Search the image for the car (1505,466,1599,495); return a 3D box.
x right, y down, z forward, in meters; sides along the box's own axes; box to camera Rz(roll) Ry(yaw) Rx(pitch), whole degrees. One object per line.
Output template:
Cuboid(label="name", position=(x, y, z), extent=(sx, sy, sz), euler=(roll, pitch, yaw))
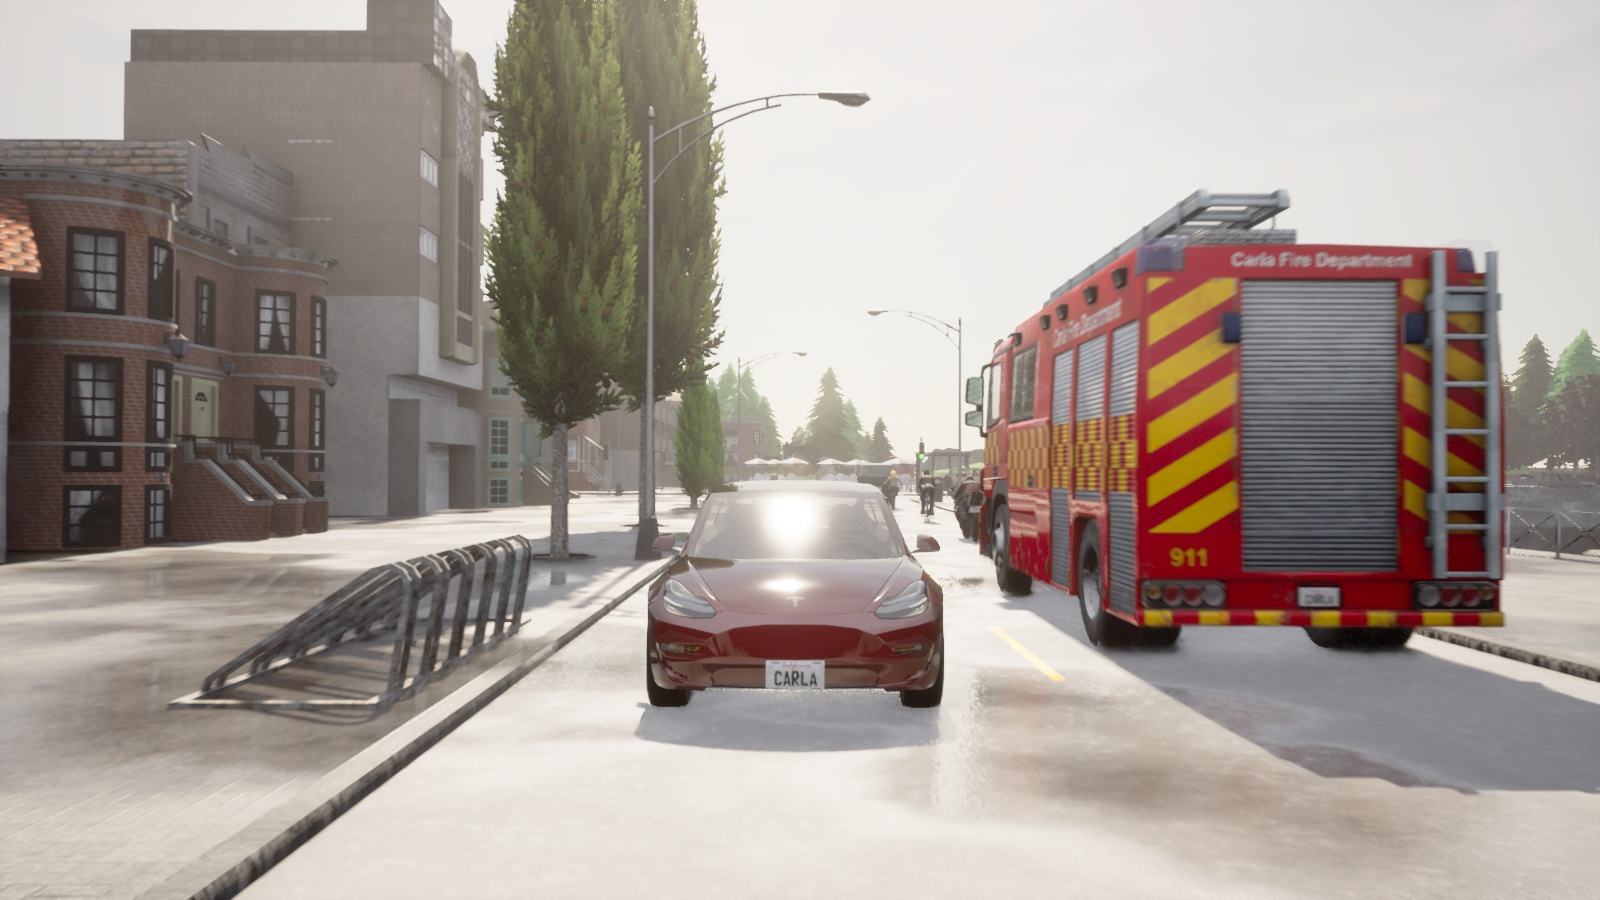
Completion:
Cuboid(label="car", position=(45.138, 1.820, 75.008), extent=(4.856, 1.649, 2.033), euler=(0, -1, 1))

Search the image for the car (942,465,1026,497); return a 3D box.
Cuboid(label="car", position=(10.951, 1.841, 74.859), extent=(4.605, 1.855, 1.932), euler=(0, -1, -10))

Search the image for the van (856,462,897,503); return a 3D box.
Cuboid(label="van", position=(3.835, 1.618, 63.685), extent=(1.775, 1.987, 4.442), euler=(0, -1, 0))

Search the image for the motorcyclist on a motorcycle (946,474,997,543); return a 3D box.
Cuboid(label="motorcyclist on a motorcycle", position=(3.924, 1.319, 28.971), extent=(0.866, 1.530, 2.191), euler=(0, -1, 0))

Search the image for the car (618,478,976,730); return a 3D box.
Cuboid(label="car", position=(-0.026, 0.982, 9.995), extent=(2.163, 1.488, 4.792), euler=(0, -1, 0))

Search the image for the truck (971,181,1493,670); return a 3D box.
Cuboid(label="truck", position=(3.958, -0.130, 14.087), extent=(2.891, 3.827, 8.468), euler=(0, -1, 0))
